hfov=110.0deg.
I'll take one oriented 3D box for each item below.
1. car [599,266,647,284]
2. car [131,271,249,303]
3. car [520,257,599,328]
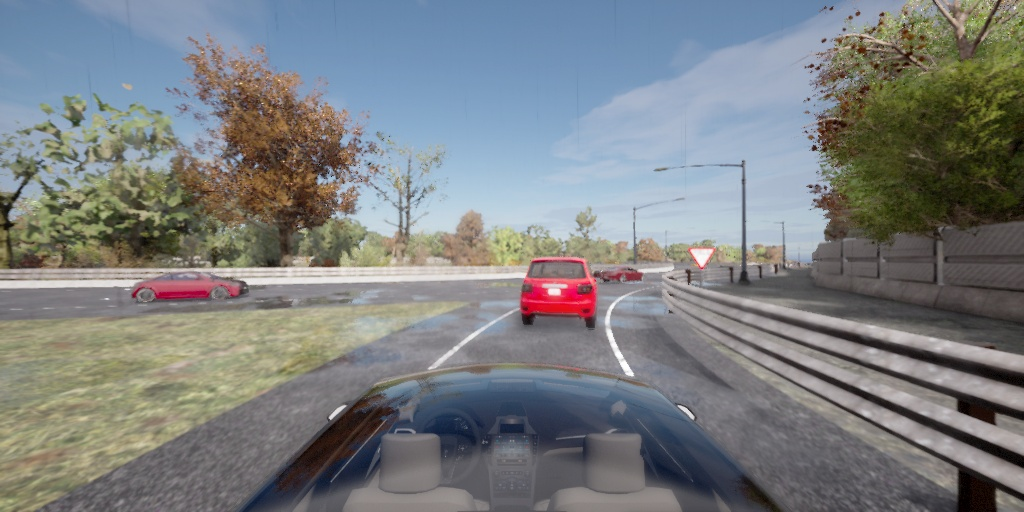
[{"bbox_3d":[9.623,1.587,30.902,4.674,1.442,1.812,1,-1,-36],"label":"car"},{"bbox_3d":[-15.310,1.420,17.294,4.181,1.385,1.994,0,-1,-23],"label":"car"},{"bbox_3d":[1.750,1.077,12.091,2.150,2.045,5.566,0,-1,13],"label":"car"}]
